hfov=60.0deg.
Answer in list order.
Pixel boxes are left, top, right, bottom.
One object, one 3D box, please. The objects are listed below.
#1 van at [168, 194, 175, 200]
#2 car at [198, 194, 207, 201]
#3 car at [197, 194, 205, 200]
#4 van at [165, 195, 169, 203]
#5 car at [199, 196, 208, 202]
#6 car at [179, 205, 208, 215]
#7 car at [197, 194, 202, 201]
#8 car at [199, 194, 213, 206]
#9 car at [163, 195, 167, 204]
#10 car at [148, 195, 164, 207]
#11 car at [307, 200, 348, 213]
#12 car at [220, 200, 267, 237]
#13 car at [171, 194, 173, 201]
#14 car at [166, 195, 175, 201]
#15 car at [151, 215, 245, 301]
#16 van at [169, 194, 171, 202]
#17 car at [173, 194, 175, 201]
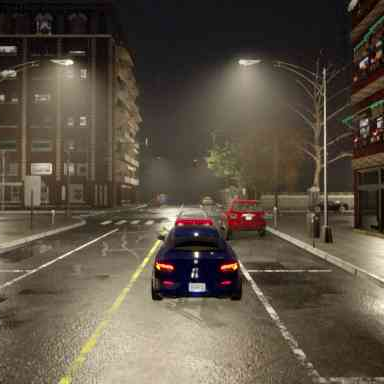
[{"bbox_3d":[-5.779,1.422,94.941,1.690,1.788,3.998,1,0,0],"label":"van"},{"bbox_3d":[2.613,1.382,83.865,2.192,1.841,5.009,1,0,0],"label":"car"},{"bbox_3d":[2.601,1.396,94.940,2.192,1.841,5.009,1,0,0],"label":"car"},{"bbox_3d":[-5.741,1.383,61.709,1.690,1.788,3.998,1,0,0],"label":"van"},{"bbox_3d":[2.615,1.626,78.327,1.947,1.339,4.313,1,0,0],"label":"car"},{"bbox_3d":[0.081,1.609,17.954,1.895,1.301,4.718,0,0,0],"label":"car"},{"bbox_3d":[2.622,1.605,72.788,2.008,1.369,4.403,1,0,0],"label":"car"},{"bbox_3d":[2.641,1.563,56.344,1.752,1.417,4.829,1,0,0],"label":"car"},{"bbox_3d":[-5.740,1.619,56.170,1.802,1.307,4.206,1,0,0],"label":"car"},{"bbox_3d":[-5.733,1.614,50.633,1.802,1.307,4.206,1,0,0],"label":"car"},{"bbox_3d":[15.171,1.609,37.191,4.313,1.339,1.947,0,-1,0],"label":"car"},{"bbox_3d":[2.688,1.323,18.144,2.192,1.841,5.009,1,0,0],"label":"car"},{"bbox_3d":[-5.758,1.636,72.787,1.802,1.307,4.206,1,0,0],"label":"car"},{"bbox_3d":[-5.777,1.625,89.403,2.008,1.369,4.403,1,0,0],"label":"car"},{"bbox_3d":[0.092,1.529,8.211,1.812,1.442,4.674,0,0,0],"label":"car"},{"bbox_3d":[-5.748,1.389,67.248,1.690,1.788,3.998,1,0,0],"label":"van"},{"bbox_3d":[-5.764,1.611,78.325,2.008,1.369,4.403,1,0,0],"label":"car"}]
